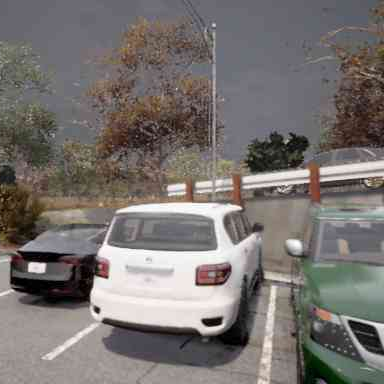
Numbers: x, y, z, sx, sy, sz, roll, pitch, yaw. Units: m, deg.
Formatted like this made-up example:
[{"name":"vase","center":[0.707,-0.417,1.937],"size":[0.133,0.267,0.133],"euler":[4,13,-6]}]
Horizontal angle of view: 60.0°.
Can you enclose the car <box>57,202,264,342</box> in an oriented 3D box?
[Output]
[{"name":"car","center":[0.171,1.228,6.782],"size":[2.435,2.045,5.566],"euler":[0,-1,16]}]

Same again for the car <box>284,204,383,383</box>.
[{"name":"car","center":[2.638,1.234,4.971],"size":[2.435,2.045,5.566],"euler":[1,-1,15]}]

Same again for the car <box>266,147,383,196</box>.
[{"name":"car","center":[5.063,-0.709,11.895],"size":[4.892,1.490,1.837],"euler":[-5,-3,36]}]

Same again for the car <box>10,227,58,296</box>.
[{"name":"car","center":[-2.294,1.503,8.535],"size":[2.163,1.488,4.792],"euler":[0,-1,16]}]
